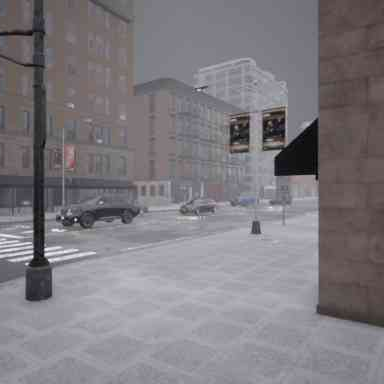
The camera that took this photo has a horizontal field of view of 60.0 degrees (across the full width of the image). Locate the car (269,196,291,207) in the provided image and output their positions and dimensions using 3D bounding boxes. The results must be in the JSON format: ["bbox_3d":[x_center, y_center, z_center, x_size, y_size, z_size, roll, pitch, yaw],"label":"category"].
[{"bbox_3d":[12.912,1.277,48.504,1.882,1.535,5.008,0,0,36],"label":"car"}]

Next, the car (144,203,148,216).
[{"bbox_3d":[-5.771,1.416,27.899,2.128,1.511,4.902,0,0,35],"label":"car"}]

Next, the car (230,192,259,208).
[{"bbox_3d":[7.431,1.050,46.463,2.150,2.045,5.566,0,0,36],"label":"car"}]

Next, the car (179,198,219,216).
[{"bbox_3d":[0.723,1.394,31.441,1.837,1.490,4.892,0,0,35],"label":"car"}]

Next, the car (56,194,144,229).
[{"bbox_3d":[-6.045,1.160,21.888,2.150,2.045,5.566,0,0,35],"label":"car"}]
